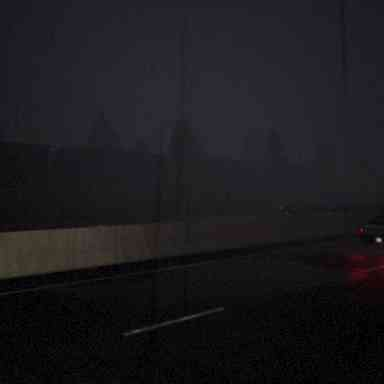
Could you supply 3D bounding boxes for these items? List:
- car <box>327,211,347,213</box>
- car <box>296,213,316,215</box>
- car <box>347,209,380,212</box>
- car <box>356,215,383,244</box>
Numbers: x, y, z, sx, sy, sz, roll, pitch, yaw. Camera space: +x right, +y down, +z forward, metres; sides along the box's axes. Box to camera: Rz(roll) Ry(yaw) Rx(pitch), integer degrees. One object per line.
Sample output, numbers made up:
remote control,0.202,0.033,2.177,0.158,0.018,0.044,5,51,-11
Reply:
car,14.027,1.645,31.176,4.181,1.385,1.994,0,0,-35
car,10.937,1.679,33.273,4.718,1.301,1.895,0,0,-35
car,15.323,1.604,27.800,4.674,1.442,1.812,0,0,-36
car,9.349,1.645,14.707,4.718,1.301,1.895,0,0,-35
